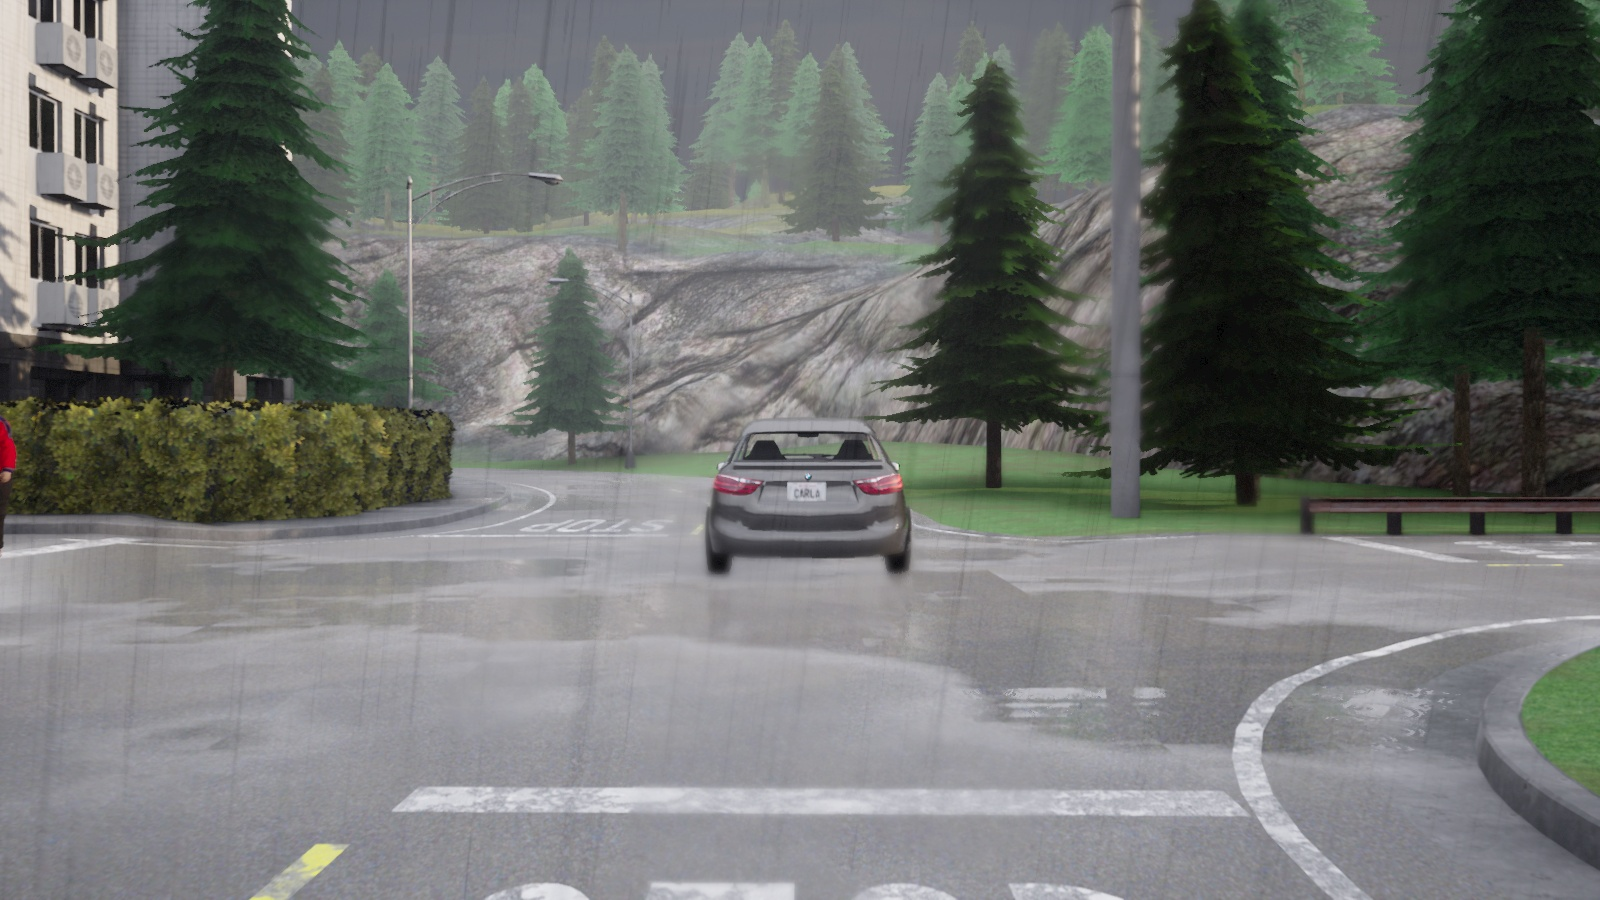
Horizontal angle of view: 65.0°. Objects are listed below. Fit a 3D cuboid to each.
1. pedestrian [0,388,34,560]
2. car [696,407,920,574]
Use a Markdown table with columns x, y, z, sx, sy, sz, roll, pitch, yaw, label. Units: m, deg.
| x | y | z | sx | sy | sz | roll | pitch | yaw | label |
| --- | --- | --- | --- | --- | --- | --- | --- | --- | --- |
| -8.869 | 0.254 | 13.563 | 0.634 | 1.844 | 0.899 | 0 | 1 | 1 | pedestrian |
| 0.097 | 0.400 | 14.875 | 2.242 | 1.667 | 4.611 | 0 | 0 | 0 | car |
